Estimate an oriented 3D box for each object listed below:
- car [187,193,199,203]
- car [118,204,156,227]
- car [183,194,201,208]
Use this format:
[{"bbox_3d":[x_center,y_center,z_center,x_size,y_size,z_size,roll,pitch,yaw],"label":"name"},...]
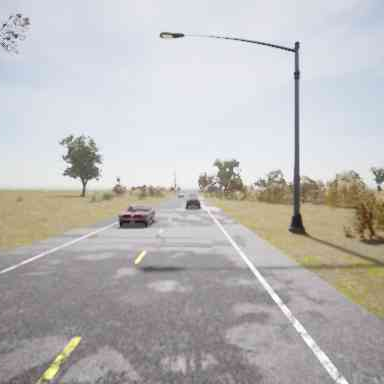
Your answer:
[{"bbox_3d":[0.157,1.081,61.495,2.097,1.767,4.553,0,0,0],"label":"car"},{"bbox_3d":[-3.579,1.506,22.157,1.895,1.301,4.718,0,0,0],"label":"car"},{"bbox_3d":[0.141,1.317,43.250,1.837,1.490,4.892,0,0,0],"label":"car"}]
